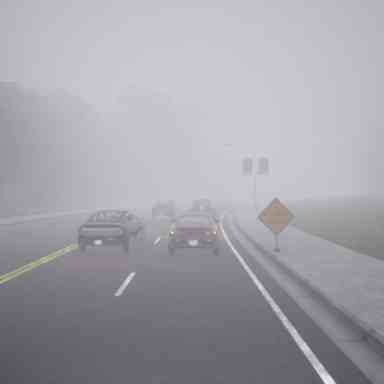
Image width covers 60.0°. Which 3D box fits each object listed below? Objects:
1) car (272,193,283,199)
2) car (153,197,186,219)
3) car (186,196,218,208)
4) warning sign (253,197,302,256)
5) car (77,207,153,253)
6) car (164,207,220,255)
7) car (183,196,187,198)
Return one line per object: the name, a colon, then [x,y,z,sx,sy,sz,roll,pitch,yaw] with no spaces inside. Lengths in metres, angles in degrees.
car: [21.562,1.000,83.861,1.837,1.490,4.892,-1,1,33]
car: [-2.164,1.467,28.727,2.128,1.511,4.902,0,0,7]
car: [1.057,1.318,28.283,2.097,1.767,4.553,0,0,7]
warning sign: [2.827,1.114,11.166,1.300,1.860,1.060,-1,-1,0]
car: [-3.122,1.488,13.710,2.128,1.511,4.902,0,0,1]
car: [0.114,1.524,13.243,1.812,1.442,4.674,0,-1,2]
car: [-0.838,1.392,52.492,1.882,1.535,5.008,0,0,16]
